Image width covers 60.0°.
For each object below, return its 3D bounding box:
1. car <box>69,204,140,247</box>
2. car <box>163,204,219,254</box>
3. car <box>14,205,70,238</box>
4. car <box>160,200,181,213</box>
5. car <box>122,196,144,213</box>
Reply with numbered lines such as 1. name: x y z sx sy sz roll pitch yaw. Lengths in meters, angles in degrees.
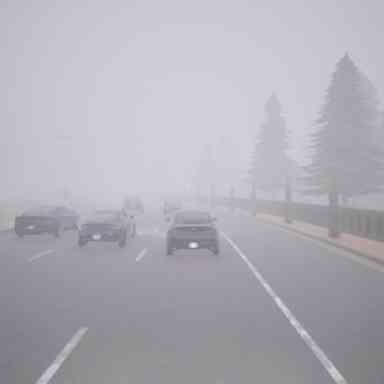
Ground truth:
1. car: -3.576 1.450 14.483 1.812 1.442 4.674 0 0 -2
2. car: -0.011 1.436 13.091 1.837 1.490 4.892 0 1 -1
3. car: -7.204 1.389 17.071 1.882 1.535 5.008 0 0 -3
4. car: -1.921 1.436 31.301 1.895 1.301 4.718 0 0 -10
5. car: -6.025 1.176 33.674 2.097 1.767 4.553 0 0 -11
